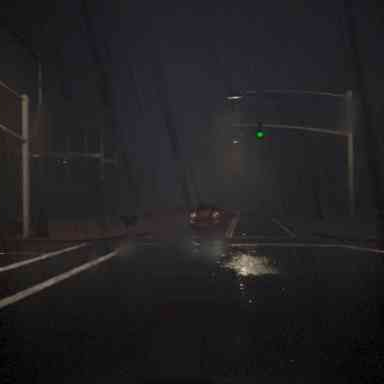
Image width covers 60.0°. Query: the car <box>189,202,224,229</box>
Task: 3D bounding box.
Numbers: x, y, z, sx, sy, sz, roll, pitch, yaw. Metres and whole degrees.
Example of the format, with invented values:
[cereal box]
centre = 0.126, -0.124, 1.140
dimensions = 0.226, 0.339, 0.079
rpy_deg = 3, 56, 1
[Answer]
[car]
centre = 1.120, 1.585, 23.981
dimensions = 2.097, 1.767, 4.553
rpy_deg = -1, -1, 9
